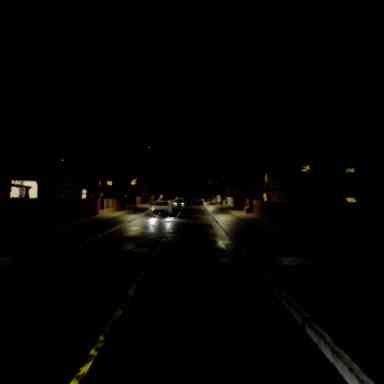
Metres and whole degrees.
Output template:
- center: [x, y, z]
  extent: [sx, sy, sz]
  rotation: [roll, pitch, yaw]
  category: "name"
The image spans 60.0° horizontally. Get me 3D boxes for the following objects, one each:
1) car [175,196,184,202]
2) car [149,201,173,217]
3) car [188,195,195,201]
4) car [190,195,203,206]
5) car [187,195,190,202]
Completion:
- center: [-2.774, 1.559, 74.115]
  extent: [1.812, 1.442, 4.674]
  rotation: [0, 0, 0]
  category: "car"
- center: [-2.857, 1.574, 31.776]
  extent: [1.812, 1.442, 4.674]
  rotation: [0, 0, 0]
  category: "car"
- center: [-0.028, 1.462, 87.802]
  extent: [1.837, 1.490, 4.892]
  rotation: [0, 0, 0]
  category: "car"
- center: [0.943, 1.545, 57.520]
  extent: [1.882, 1.535, 5.008]
  rotation: [0, 0, 0]
  category: "car"
- center: [-0.024, 1.485, 75.283]
  extent: [1.994, 1.385, 4.181]
  rotation: [0, 0, 0]
  category: "car"
